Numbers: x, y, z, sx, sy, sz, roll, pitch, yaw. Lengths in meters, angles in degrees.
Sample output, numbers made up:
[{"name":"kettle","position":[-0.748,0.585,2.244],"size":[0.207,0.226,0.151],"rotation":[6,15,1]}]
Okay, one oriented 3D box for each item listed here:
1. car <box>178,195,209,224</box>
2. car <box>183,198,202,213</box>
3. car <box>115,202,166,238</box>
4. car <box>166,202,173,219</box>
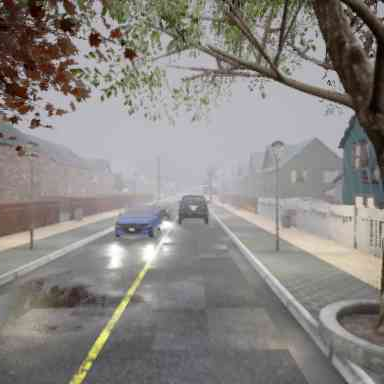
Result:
[{"name":"car","position":[0.114,1.195,24.728],"size":[2.150,2.045,5.566],"rotation":[0,0,0]},{"name":"car","position":[0.122,1.502,37.904],"size":[2.033,1.411,5.357],"rotation":[0,0,1]},{"name":"car","position":[-2.725,1.455,17.705],"size":[1.882,1.535,5.008],"rotation":[0,0,1]},{"name":"car","position":[-2.680,1.564,28.787],"size":[1.895,1.301,4.718],"rotation":[0,0,0]}]
